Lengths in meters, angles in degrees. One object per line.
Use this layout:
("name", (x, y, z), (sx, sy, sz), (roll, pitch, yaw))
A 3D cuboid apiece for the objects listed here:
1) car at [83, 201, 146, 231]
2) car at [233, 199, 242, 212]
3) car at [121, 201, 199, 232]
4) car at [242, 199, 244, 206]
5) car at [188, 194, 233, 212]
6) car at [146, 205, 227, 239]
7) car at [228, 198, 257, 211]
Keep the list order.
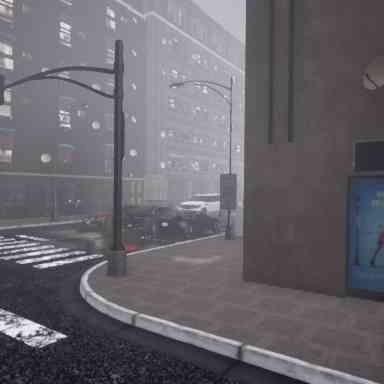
("car", (-4.569, 1.487, 20.829), (1.812, 1.442, 4.674), (1, 1, 35))
("car", (3.041, 1.224, 35.996), (2.192, 1.841, 5.009), (1, 1, 35))
("car", (-1.888, 1.505, 19.515), (1.837, 1.490, 4.892), (1, 1, 35))
("car", (6.961, 1.289, 37.281), (2.097, 1.767, 4.553), (1, 1, 35))
("car", (1.096, 1.171, 28.919), (2.150, 2.045, 5.566), (1, 1, 35))
("car", (-0.117, 1.599, 17.746), (1.947, 1.339, 4.313), (1, 1, 35))
("car", (6.242, 1.483, 40.576), (1.802, 1.307, 4.206), (1, 1, 35))
